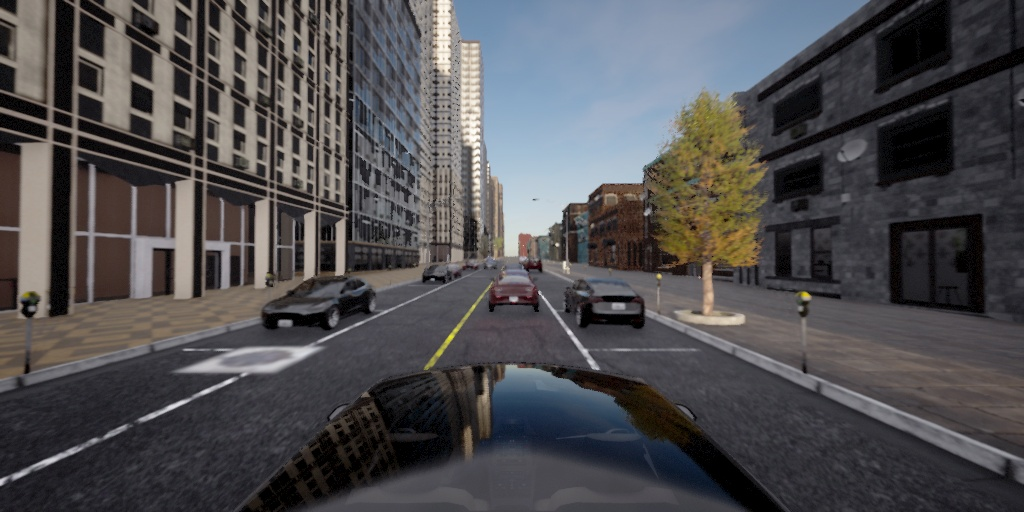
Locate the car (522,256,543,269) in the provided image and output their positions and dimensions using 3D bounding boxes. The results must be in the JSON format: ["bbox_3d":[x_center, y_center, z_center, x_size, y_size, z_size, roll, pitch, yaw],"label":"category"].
[{"bbox_3d":[2.701,1.039,44.448,2.192,1.841,5.009,0,0,0],"label":"car"}]

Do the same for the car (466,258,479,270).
[{"bbox_3d":[-5.678,1.159,49.992,1.967,1.591,4.097,0,0,0],"label":"car"}]

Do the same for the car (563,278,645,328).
[{"bbox_3d":[2.693,1.312,11.171,1.948,1.339,4.313,0,0,0],"label":"car"}]

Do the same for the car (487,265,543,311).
[{"bbox_3d":[0.076,1.271,14.270,1.812,1.442,4.674,0,0,0],"label":"car"}]

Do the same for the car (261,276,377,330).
[{"bbox_3d":[-5.687,1.313,11.171,1.948,1.339,4.313,0,0,0],"label":"car"}]

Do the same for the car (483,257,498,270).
[{"bbox_3d":[-3.069,1.209,51.084,2.128,1.511,4.902,0,0,0],"label":"car"}]

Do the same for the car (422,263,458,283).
[{"bbox_3d":[-5.684,1.303,27.809,1.948,1.339,4.313,0,0,0],"label":"car"}]

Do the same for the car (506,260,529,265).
[{"bbox_3d":[0.080,1.300,29.184,1.994,1.385,4.181,0,0,0],"label":"car"}]

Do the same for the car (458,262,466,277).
[{"bbox_3d":[-5.682,1.316,33.354,1.802,1.307,4.207,0,0,0],"label":"car"}]

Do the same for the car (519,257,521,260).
[{"bbox_3d":[2.705,1.270,61.086,1.948,1.339,4.313,0,0,0],"label":"car"}]
